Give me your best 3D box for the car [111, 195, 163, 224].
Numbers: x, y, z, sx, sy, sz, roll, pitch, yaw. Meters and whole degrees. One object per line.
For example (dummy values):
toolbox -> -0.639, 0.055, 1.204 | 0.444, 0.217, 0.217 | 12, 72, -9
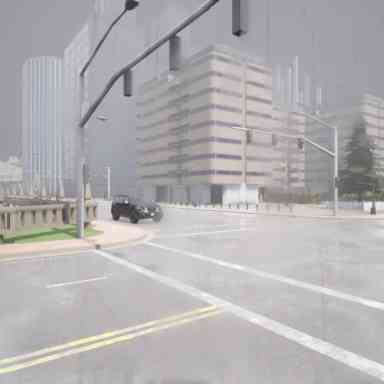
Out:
car -> -4.349, 1.222, 25.461 | 2.150, 2.045, 5.566 | 0, 0, -35

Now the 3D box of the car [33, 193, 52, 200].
car -> -24.034, 1.212, 53.240 | 2.150, 2.045, 5.566 | 0, 0, -35

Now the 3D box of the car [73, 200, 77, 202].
car -> -12.299, 1.601, 36.617 | 1.895, 1.301, 4.718 | 0, 0, -35
